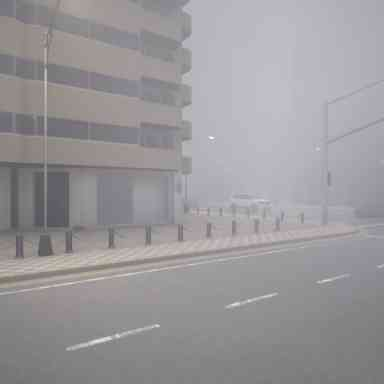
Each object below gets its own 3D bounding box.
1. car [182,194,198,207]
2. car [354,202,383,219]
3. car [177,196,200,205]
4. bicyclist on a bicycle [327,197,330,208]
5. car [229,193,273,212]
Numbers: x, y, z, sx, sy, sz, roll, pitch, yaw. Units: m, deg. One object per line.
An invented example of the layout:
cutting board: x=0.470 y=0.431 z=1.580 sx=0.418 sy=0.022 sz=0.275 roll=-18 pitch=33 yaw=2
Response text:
car: x=-1.154 y=1.435 z=48.710 sx=2.128 sy=1.511 sz=4.902 roll=0 pitch=0 yaw=-35
car: x=15.103 y=1.517 z=26.204 sx=1.994 sy=1.385 sz=4.181 roll=0 pitch=0 yaw=-41
car: x=-0.734 y=1.449 z=60.600 sx=1.837 sy=1.490 sz=4.892 roll=0 pitch=0 yaw=-34
bicyclist on a bicycle: x=17.369 y=1.245 z=43.071 sx=1.656 sy=1.620 sz=0.582 roll=0 pitch=0 yaw=-35
car: x=6.529 y=1.166 z=37.686 sx=2.150 sy=2.045 sz=5.566 roll=0 pitch=0 yaw=-35
